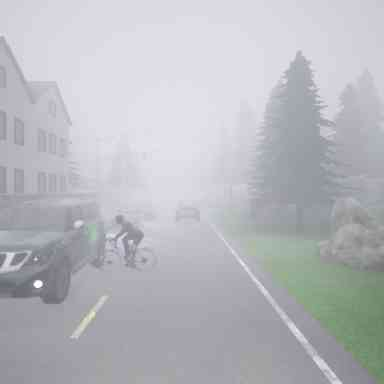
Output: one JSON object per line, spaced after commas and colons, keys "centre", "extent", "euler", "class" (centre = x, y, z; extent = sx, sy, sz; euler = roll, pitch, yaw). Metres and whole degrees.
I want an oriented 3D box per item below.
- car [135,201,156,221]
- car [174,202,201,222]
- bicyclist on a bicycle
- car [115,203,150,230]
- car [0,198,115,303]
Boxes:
{"centre": [-3.974, 1.505, 27.205], "extent": [1.837, 1.490, 4.892], "euler": [0, 0, -1], "class": "car"}
{"centre": [-0.353, 1.491, 26.106], "extent": [2.128, 1.511, 4.902], "euler": [0, 0, -1], "class": "car"}
{"centre": [-1.829, 1.455, 9.242], "extent": [1.656, 1.620, 0.582], "euler": [-2, 0, -1], "class": "bicyclist on a bicycle"}
{"centre": [-3.908, 1.564, 19.700], "extent": [1.994, 1.385, 4.181], "euler": [0, 0, -1], "class": "car"}
{"centre": [-3.731, 1.220, 8.508], "extent": [2.150, 2.045, 5.566], "euler": [0, 0, -1], "class": "car"}
